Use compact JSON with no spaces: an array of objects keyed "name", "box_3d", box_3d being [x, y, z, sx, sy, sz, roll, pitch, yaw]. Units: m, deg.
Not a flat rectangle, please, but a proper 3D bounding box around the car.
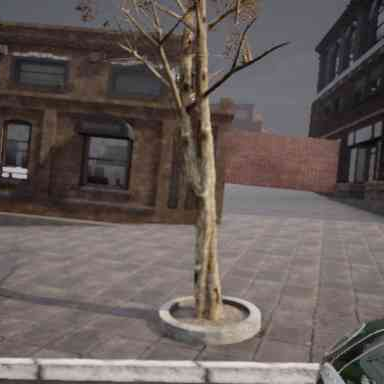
[{"name":"car","box_3d":[3.228,1.344,2.158,4.553,1.767,2.097,0,0,2]}]
